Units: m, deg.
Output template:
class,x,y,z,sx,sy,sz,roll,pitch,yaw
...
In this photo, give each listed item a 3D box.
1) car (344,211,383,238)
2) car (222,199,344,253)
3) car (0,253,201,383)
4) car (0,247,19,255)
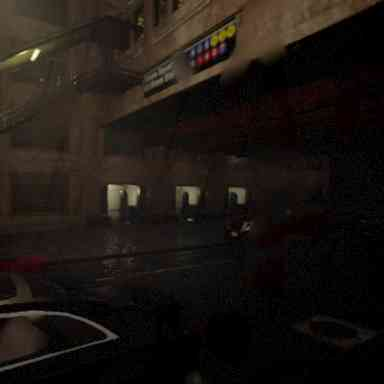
class,x,y,z,sx,sy,sz,roll,pitch,yaw
car,9.905,1.766,19.035,4.718,1.301,1.895,1,0,-36
car,3.912,1.334,14.707,5.566,2.045,2.435,1,0,-36
car,-2.218,1.487,2.408,4.902,1.511,2.128,1,0,-35
car,-4.576,1.518,5.025,4.674,1.442,1.812,1,0,-35
